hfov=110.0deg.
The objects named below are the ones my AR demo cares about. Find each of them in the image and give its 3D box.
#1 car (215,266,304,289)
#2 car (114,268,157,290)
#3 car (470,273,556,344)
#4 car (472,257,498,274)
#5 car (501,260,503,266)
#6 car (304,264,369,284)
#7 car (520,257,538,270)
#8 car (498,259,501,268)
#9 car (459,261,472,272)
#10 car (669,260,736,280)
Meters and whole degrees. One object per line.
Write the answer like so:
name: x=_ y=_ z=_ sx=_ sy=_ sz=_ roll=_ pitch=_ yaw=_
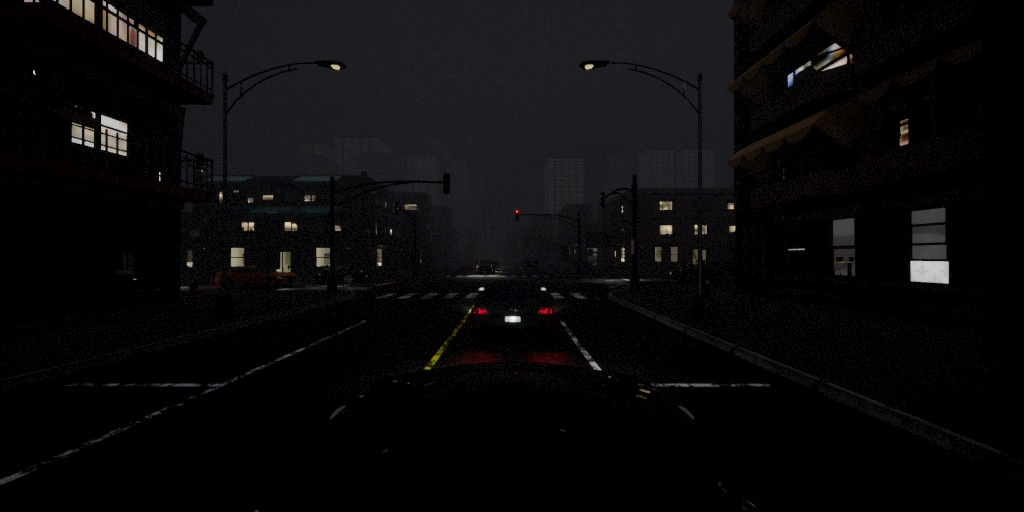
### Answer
car: x=-17.776 y=1.420 z=25.055 sx=5.008 sy=1.535 sz=1.882 roll=-1 pitch=0 yaw=0
car: x=-27.688 y=1.586 z=25.059 sx=4.674 sy=1.442 sz=1.812 roll=-1 pitch=0 yaw=0
car: x=0.016 y=1.315 z=9.647 sx=1.994 sy=1.385 sz=4.181 roll=0 pitch=0 yaw=0
car: x=-3.001 y=1.117 z=40.711 sx=2.097 sy=1.767 sz=4.553 roll=0 pitch=0 yaw=-2
car: x=-3.022 y=1.336 z=61.638 sx=2.033 sy=1.411 sz=5.357 roll=0 pitch=0 yaw=1
car: x=-13.873 y=1.400 z=28.255 sx=4.902 sy=1.511 sz=2.128 roll=-1 pitch=0 yaw=0
car: x=2.735 y=1.092 z=52.039 sx=2.192 sy=1.841 sz=5.009 roll=0 pitch=0 yaw=0
car: x=-3.049 y=1.323 z=50.990 sx=2.033 sy=1.411 sz=5.357 roll=0 pitch=0 yaw=0
car: x=-5.738 y=1.316 z=46.525 sx=1.888 sy=1.381 sz=4.507 roll=0 pitch=0 yaw=0
car: x=14.961 y=1.061 z=28.246 sx=4.902 sy=1.511 sz=2.128 roll=-1 pitch=0 yaw=0
